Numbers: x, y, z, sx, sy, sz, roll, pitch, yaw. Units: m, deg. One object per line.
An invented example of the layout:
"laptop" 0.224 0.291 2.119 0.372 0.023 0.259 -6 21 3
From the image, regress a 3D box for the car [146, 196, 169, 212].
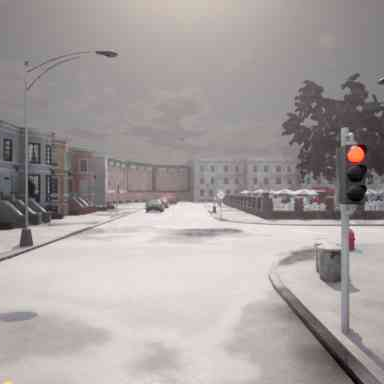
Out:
"car" -4.170 1.546 38.333 2.033 1.411 5.357 0 0 -1

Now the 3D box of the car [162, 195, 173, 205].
"car" -4.220 1.546 47.166 2.033 1.411 5.357 0 0 -1

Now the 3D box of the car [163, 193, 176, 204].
"car" -4.229 1.221 58.612 2.150 2.045 5.566 0 0 7
